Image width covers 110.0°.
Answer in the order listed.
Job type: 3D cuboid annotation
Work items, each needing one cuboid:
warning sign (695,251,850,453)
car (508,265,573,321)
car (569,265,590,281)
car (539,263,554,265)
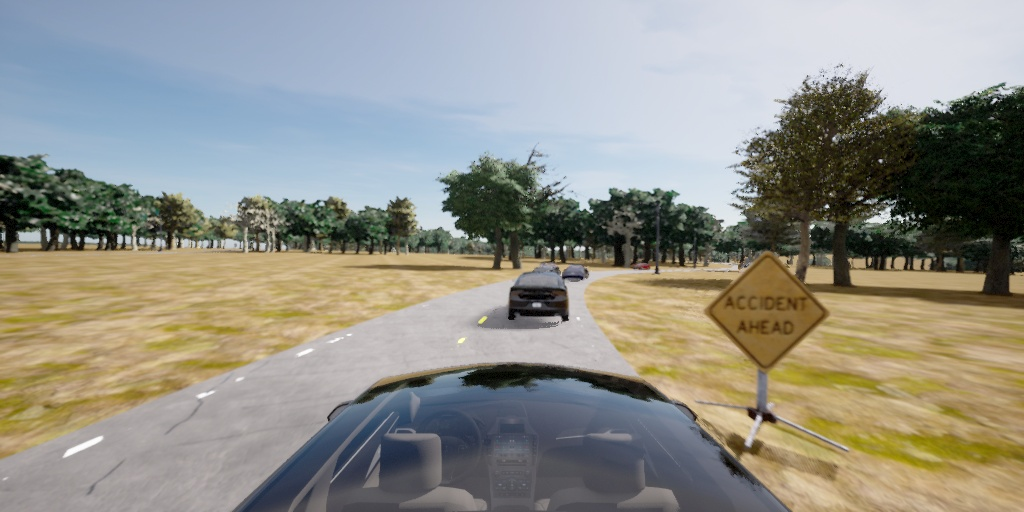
[{"bbox_3d":[2.677,0.874,3.851,1.300,1.860,1.060,0,0,2],"label":"warning sign"},{"bbox_3d":[1.017,1.267,12.791,1.882,1.535,5.008,0,0,7],"label":"car"},{"bbox_3d":[6.092,1.530,33.681,1.994,1.385,4.181,0,0,20],"label":"car"},{"bbox_3d":[3.421,1.450,35.702,2.128,1.511,4.902,0,0,21],"label":"car"}]
